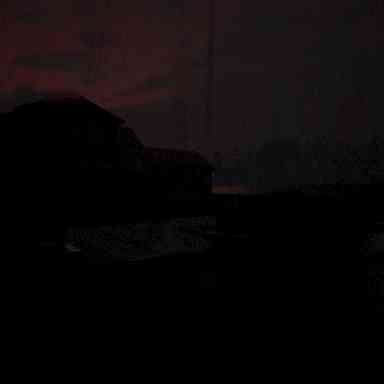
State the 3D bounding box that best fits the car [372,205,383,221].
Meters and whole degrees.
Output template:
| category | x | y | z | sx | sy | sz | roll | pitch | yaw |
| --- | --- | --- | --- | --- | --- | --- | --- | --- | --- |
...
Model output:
| category | x | y | z | sx | sy | sz | roll | pitch | yaw |
| --- | --- | --- | --- | --- | --- | --- | --- | --- | --- |
| car | 15.844 | 1.564 | 25.171 | 1.994 | 1.385 | 4.181 | 0 | 0 | -32 |
